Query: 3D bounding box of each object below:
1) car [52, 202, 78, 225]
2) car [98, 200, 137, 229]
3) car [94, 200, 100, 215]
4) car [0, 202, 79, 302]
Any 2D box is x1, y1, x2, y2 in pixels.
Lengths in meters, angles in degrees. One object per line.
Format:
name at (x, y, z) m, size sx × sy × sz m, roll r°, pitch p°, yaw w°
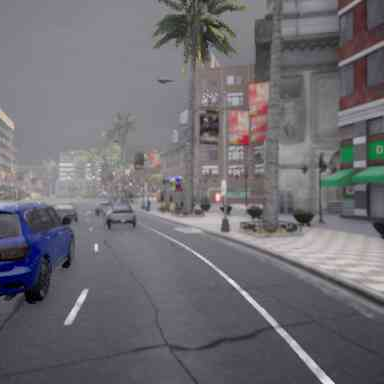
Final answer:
car at (-10.016, 1.625, 26.469) m, size 1.812 × 1.442 × 4.674 m, roll 0°, pitch 0°, yaw -19°
car at (-4.919, 1.548, 22.401) m, size 2.128 × 1.511 × 4.902 m, roll 0°, pitch 0°, yaw -19°
car at (-9.200, 1.591, 35.002) m, size 2.128 × 1.511 × 4.902 m, roll 0°, pitch 0°, yaw -18°
car at (-4.415, 1.263, 8.279) m, size 2.150 × 2.045 × 5.566 m, roll 0°, pitch 0°, yaw -11°
